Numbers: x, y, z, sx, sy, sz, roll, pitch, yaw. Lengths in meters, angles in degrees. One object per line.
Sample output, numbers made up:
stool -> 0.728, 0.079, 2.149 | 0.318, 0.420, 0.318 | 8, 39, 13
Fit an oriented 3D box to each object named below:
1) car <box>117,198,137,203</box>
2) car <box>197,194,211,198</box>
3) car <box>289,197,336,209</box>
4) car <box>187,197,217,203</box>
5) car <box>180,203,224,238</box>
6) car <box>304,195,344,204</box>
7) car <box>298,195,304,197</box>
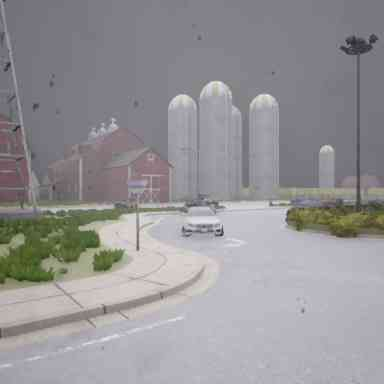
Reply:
car -> -8.183, 1.506, 41.508 | 1.816, 1.474, 4.193 | 0, 0, -37
car -> 2.199, 1.313, 50.129 | 1.905, 1.878, 3.866 | 0, 0, -37
car -> 12.503, 1.547, 35.038 | 5.357, 1.411, 2.033 | 0, 0, -37
car -> 0.561, 1.521, 31.996 | 1.784, 1.438, 3.905 | 0, 0, -37
car -> 0.382, 1.526, 17.945 | 1.812, 1.442, 4.674 | 0, 0, -5
car -> 18.336, 1.310, 45.759 | 1.932, 1.855, 4.605 | 0, 0, -37
car -> 21.456, 1.480, 64.796 | 2.242, 1.667, 4.611 | 0, 0, -37
